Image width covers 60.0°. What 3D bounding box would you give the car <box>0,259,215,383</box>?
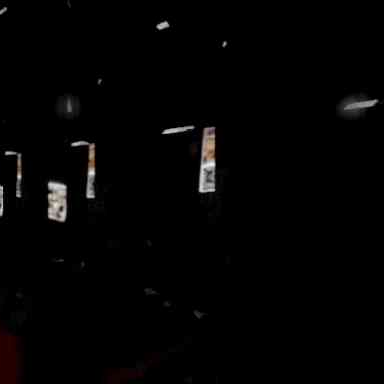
[{"bbox_3d":[-1.863,1.544,4.202,4.507,1.381,1.887,0,0,35],"label":"car"}]
